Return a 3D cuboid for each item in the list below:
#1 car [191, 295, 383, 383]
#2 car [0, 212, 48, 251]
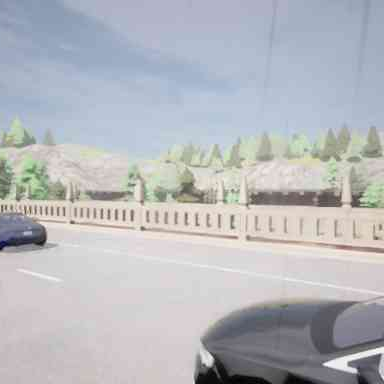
[{"bbox_3d":[2.238,1.492,2.396,4.902,1.511,2.128,0,0,36],"label":"car"},{"bbox_3d":[-7.941,1.551,13.956,4.181,1.385,1.994,0,0,36],"label":"car"}]
